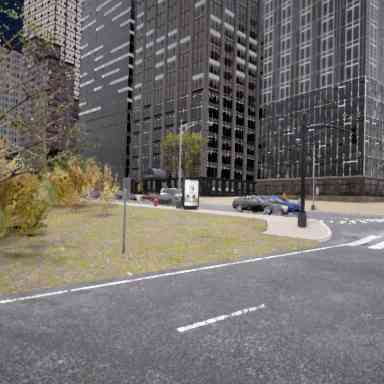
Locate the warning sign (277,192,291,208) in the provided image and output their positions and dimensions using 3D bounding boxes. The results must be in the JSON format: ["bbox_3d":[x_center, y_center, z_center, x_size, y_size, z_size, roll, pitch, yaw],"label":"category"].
[{"bbox_3d":[10.960,0.990,39.546,1.300,1.860,1.060,2,-1,-40],"label":"warning sign"}]

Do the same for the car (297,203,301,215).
[{"bbox_3d":[7.278,1.114,29.094,1.882,1.535,5.008,3,-1,-39],"label":"car"}]

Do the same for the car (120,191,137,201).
[{"bbox_3d":[-11.124,0.735,55.919,1.994,1.385,4.181,3,-1,-43],"label":"car"}]

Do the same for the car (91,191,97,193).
[{"bbox_3d":[-16.751,0.141,52.342,2.150,2.045,5.566,3,-1,-42],"label":"car"}]

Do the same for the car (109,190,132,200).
[{"bbox_3d":[-13.629,0.505,63.390,2.097,1.767,4.553,3,-1,-43],"label":"car"}]

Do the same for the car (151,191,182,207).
[{"bbox_3d":[-2.049,0.888,35.282,1.994,1.385,4.181,3,-1,-40],"label":"car"}]

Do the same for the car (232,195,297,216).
[{"bbox_3d":[5.335,1.028,26.324,2.128,1.511,4.902,3,-1,-39],"label":"car"}]

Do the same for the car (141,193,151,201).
[{"bbox_3d":[-6.801,0.865,55.895,1.812,1.442,4.674,3,-1,-41],"label":"car"}]

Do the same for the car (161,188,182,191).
[{"bbox_3d":[-1.771,0.601,40.018,2.150,2.045,5.566,3,-1,-40],"label":"car"}]
